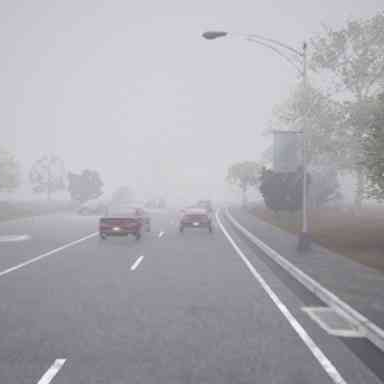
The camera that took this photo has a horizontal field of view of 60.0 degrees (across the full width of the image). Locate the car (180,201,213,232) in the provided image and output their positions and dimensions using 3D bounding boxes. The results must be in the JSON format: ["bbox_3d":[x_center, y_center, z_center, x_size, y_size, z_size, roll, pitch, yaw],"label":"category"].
[{"bbox_3d":[0.270,1.525,20.119,1.812,1.442,4.674,0,0,1],"label":"car"}]

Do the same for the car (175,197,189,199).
[{"bbox_3d":[-2.218,1.278,74.093,2.033,1.411,5.357,0,0,18],"label":"car"}]

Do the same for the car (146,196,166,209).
[{"bbox_3d":[-5.073,1.347,45.712,2.097,1.767,4.553,0,0,8],"label":"car"}]

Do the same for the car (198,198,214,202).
[{"bbox_3d":[1.580,1.493,41.055,2.128,1.511,4.902,0,0,6],"label":"car"}]

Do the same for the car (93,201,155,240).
[{"bbox_3d":[-3.306,1.477,17.169,1.882,1.535,5.008,0,0,1],"label":"car"}]

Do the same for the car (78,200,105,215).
[{"bbox_3d":[-9.818,1.521,33.383,1.812,1.442,4.674,0,0,4],"label":"car"}]
